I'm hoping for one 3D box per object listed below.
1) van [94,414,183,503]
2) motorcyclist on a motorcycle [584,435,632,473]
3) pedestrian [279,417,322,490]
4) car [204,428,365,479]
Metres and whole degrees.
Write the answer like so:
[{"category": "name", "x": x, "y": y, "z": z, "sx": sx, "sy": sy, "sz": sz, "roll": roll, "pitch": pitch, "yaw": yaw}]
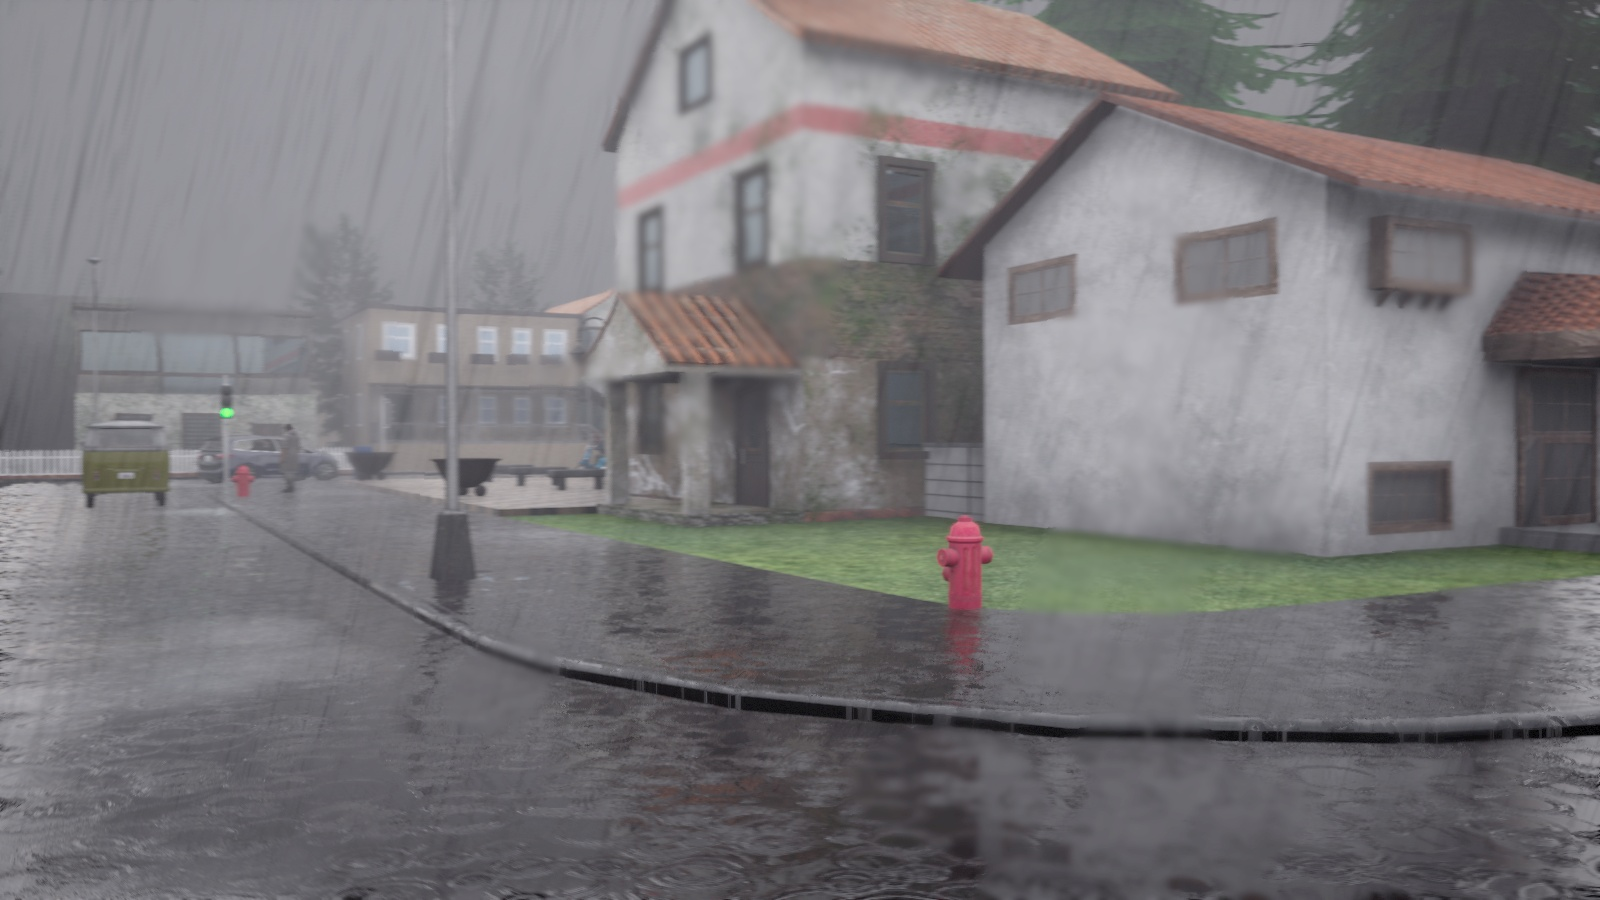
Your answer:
[{"category": "van", "x": -15.967, "y": 0.167, "z": 30.276, "sx": 1.775, "sy": 1.987, "sz": 4.442, "roll": 0, "pitch": 1, "yaw": -28}, {"category": "motorcyclist on a motorcycle", "x": -8.146, "y": 0.156, "z": 53.278, "sx": 1.817, "sy": 1.590, "sz": 0.866, "roll": 0, "pitch": 1, "yaw": -29}, {"category": "pedestrian", "x": -13.478, "y": 0.094, "z": 33.892, "sx": 0.873, "sy": 1.952, "sz": 0.659, "roll": 1, "pitch": 1, "yaw": 20}, {"category": "car", "x": -17.727, "y": 0.106, "z": 43.340, "sx": 2.242, "sy": 1.667, "sz": 4.611, "roll": 0, "pitch": 1, "yaw": 40}]
